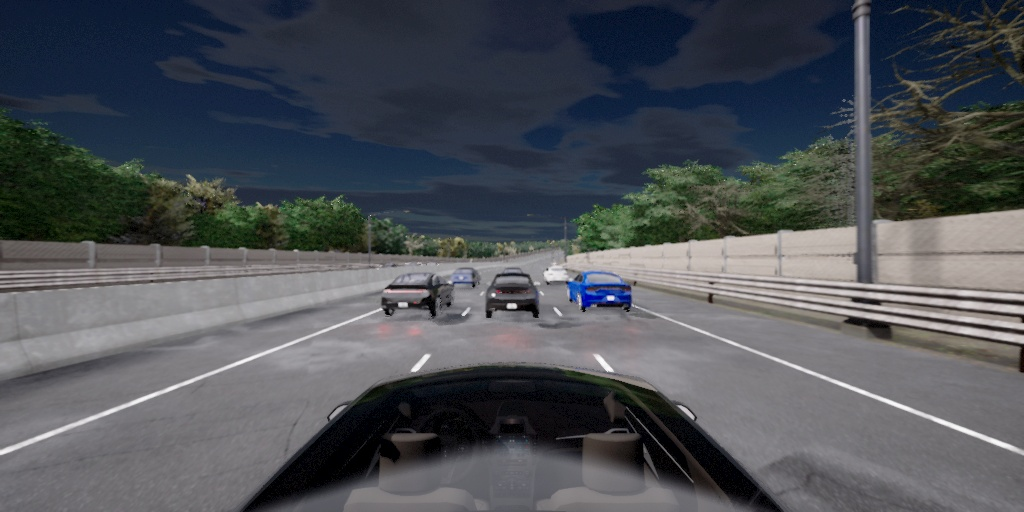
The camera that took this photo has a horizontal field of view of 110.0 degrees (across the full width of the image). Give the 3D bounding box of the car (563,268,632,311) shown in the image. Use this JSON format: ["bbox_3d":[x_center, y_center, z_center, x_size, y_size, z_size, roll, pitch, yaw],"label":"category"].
[{"bbox_3d":[3.560,1.379,15.314,1.882,1.535,5.008,0,0,0],"label":"car"}]

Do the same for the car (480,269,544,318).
[{"bbox_3d":[0.043,1.387,13.699,1.837,1.490,4.892,0,-1,1],"label":"car"}]

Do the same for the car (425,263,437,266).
[{"bbox_3d":[-13.316,1.888,59.497,1.812,1.442,4.674,0,-1,2],"label":"car"}]

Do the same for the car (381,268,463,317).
[{"bbox_3d":[-3.451,1.377,13.867,2.128,1.511,4.902,0,-1,1],"label":"car"}]

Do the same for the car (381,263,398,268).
[{"bbox_3d":[-20.298,1.922,59.796,1.994,1.385,4.181,0,-1,3],"label":"car"}]

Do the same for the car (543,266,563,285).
[{"bbox_3d":[3.623,1.575,29.728,1.812,1.442,4.674,0,0,1],"label":"car"}]

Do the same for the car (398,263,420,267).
[{"bbox_3d":[-16.769,1.917,60.365,2.033,1.411,5.357,0,-1,3],"label":"car"}]

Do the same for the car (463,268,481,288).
[{"bbox_3d":[-3.433,1.568,26.928,2.033,1.411,5.357,0,-1,1],"label":"car"}]
